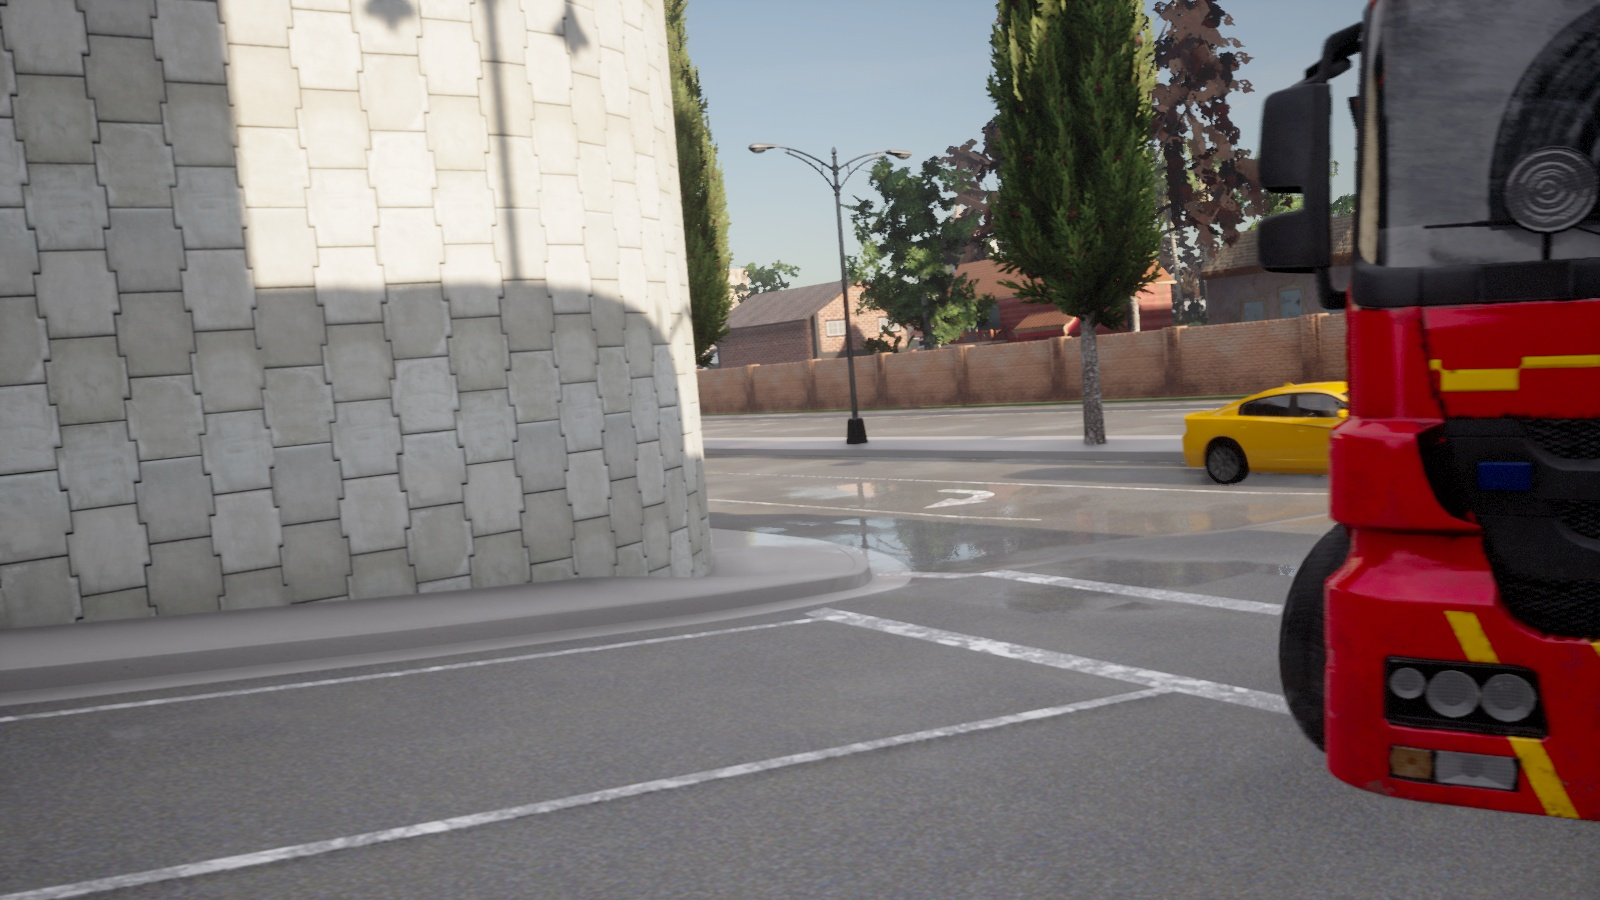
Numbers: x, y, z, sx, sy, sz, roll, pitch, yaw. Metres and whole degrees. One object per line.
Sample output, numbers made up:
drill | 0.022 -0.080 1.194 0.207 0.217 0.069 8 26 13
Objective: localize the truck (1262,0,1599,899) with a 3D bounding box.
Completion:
truck | 4.537 -0.621 7.029 2.891 3.827 8.468 0 3 25

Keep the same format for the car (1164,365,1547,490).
car | 8.272 -0.338 19.181 1.882 1.535 5.008 -8 5 -36
